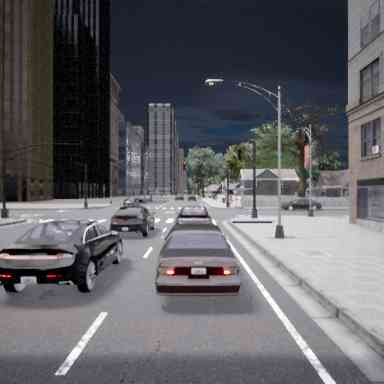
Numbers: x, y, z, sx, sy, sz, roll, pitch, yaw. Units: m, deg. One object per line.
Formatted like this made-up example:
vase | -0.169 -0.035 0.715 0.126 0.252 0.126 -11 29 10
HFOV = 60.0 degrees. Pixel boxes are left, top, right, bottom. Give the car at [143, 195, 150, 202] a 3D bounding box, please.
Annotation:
car | -9.776 1.570 63.117 1.895 1.301 4.718 0 0 1

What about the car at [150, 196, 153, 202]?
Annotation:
car | -9.731 1.488 73.229 1.812 1.442 4.674 0 0 0

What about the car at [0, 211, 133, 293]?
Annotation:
car | -3.149 1.488 8.855 2.128 1.511 4.902 0 0 0

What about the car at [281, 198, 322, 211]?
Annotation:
car | 13.293 1.538 40.739 4.892 1.490 1.837 0 -1 0

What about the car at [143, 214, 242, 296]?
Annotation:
car | 0.093 1.541 8.785 2.033 1.411 5.357 0 0 -1

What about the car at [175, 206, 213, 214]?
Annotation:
car | 0.103 1.484 17.839 2.128 1.511 4.902 0 0 0

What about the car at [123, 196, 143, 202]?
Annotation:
car | -9.812 1.465 53.797 2.128 1.511 4.902 0 0 1

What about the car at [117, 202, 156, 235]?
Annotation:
car | -3.145 1.497 18.116 1.837 1.490 4.892 0 0 0

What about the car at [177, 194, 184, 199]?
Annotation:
car | -3.225 1.274 93.957 1.882 1.535 5.008 0 0 0

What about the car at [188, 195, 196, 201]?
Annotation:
car | 0.021 1.462 79.964 1.837 1.490 4.892 0 0 0

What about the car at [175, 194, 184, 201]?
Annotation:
car | -3.228 1.309 83.923 2.097 1.767 4.553 0 0 0
